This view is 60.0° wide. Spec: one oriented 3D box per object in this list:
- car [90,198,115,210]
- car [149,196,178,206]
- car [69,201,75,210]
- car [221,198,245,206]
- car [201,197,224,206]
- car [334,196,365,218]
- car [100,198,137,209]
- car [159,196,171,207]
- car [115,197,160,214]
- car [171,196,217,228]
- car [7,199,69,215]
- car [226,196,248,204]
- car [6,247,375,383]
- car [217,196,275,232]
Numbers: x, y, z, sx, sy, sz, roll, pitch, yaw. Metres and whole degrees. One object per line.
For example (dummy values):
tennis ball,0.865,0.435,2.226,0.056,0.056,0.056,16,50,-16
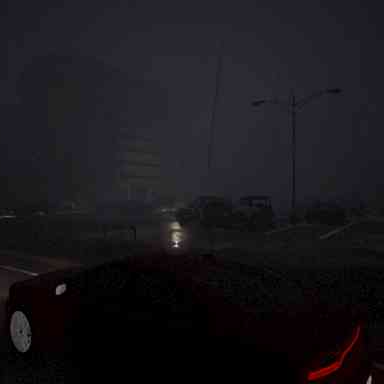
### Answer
car,-10.337,1.601,41.775,1.895,1.301,4.718,0,0,34
car,-4.761,1.492,56.294,2.128,1.511,4.902,0,0,34
car,-16.130,1.526,39.402,1.812,1.442,4.674,0,0,34
car,6.767,1.601,54.347,1.895,1.301,4.718,0,0,34
car,3.509,1.526,55.755,1.812,1.442,4.674,0,0,34
car,15.380,1.395,31.987,1.970,1.475,3.806,0,0,34
car,-10.469,1.547,47.858,2.033,1.411,5.357,0,0,33
car,-4.662,1.492,50.206,2.128,1.511,4.902,0,0,34
car,-5.780,1.564,35.643,1.994,1.385,4.181,0,0,34
car,0.989,1.153,20.698,1.932,1.855,4.605,0,0,34
car,-15.679,1.547,33.814,2.033,1.411,5.357,0,0,34
car,8.581,1.492,63.326,2.128,1.511,4.902,0,0,34
car,-0.486,1.478,4.335,5.008,1.535,1.882,0,0,35
car,3.356,1.156,19.032,1.905,1.878,3.866,0,0,34
